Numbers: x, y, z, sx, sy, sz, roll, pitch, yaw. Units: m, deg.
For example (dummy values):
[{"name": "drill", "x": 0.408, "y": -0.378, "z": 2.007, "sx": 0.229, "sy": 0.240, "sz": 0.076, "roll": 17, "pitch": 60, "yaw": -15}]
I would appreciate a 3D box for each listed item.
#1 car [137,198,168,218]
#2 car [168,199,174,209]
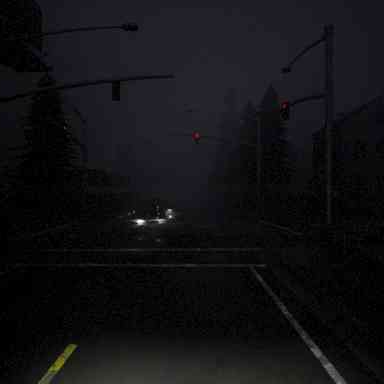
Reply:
[{"name": "car", "x": -3.560, "y": 1.351, "z": 29.474, "sx": 2.097, "sy": 1.767, "sz": 4.553, "roll": 0, "pitch": 0, "yaw": 0}, {"name": "car", "x": -3.528, "y": 1.600, "z": 44.629, "sx": 1.895, "sy": 1.301, "sz": 4.718, "roll": 0, "pitch": 0, "yaw": 0}]
